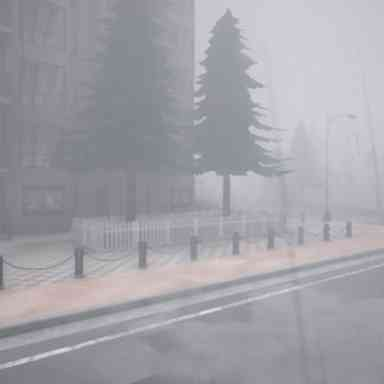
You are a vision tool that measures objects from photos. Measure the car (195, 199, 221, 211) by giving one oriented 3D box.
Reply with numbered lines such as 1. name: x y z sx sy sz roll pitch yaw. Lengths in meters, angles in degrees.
1. car: 1.537 1.509 39.740 1.994 1.385 4.181 0 0 -35
